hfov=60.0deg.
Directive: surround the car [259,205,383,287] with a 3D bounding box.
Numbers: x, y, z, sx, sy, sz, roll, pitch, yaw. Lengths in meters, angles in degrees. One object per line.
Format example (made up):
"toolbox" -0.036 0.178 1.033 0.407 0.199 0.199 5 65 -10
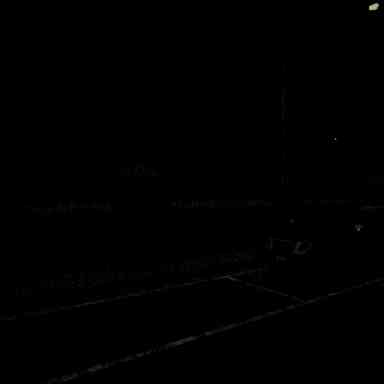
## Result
"car" 4.189 1.313 9.519 5.009 1.841 2.192 0 0 -35
